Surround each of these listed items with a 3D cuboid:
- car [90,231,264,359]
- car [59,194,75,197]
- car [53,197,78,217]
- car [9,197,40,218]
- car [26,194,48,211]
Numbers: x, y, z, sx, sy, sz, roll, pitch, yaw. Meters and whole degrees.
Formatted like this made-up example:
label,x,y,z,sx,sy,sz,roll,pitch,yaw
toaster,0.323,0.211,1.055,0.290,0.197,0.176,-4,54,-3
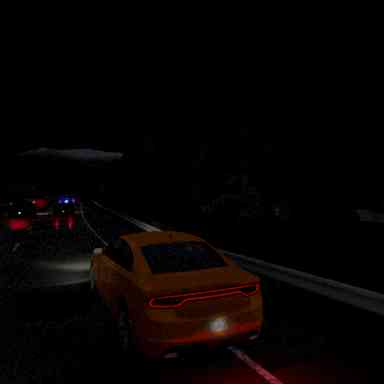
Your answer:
label,x,y,z,sx,sy,sz,roll,pitch,yaw
car,-0.709,1.478,6.309,1.882,1.535,5.008,0,0,-25
car,-15.531,1.221,41.391,2.150,2.045,5.566,0,0,-19
car,-12.074,1.492,31.505,2.128,1.511,4.902,0,0,-19
car,-15.245,1.505,30.105,1.837,1.490,4.892,0,0,-20
car,-18.691,1.221,39.986,2.150,2.045,5.566,0,0,-19
